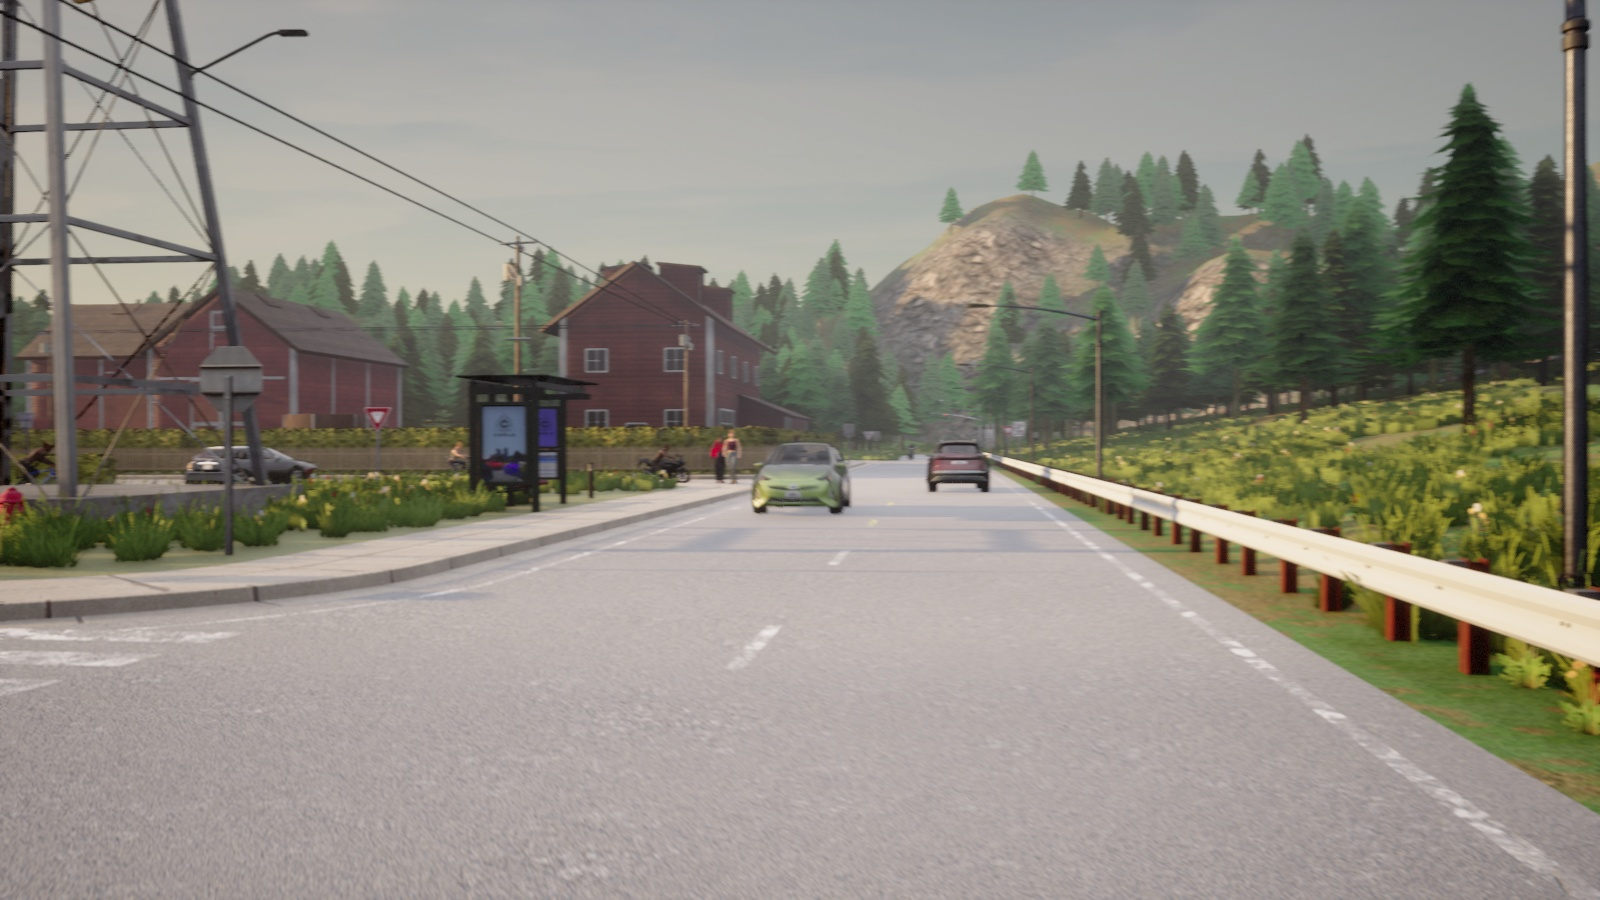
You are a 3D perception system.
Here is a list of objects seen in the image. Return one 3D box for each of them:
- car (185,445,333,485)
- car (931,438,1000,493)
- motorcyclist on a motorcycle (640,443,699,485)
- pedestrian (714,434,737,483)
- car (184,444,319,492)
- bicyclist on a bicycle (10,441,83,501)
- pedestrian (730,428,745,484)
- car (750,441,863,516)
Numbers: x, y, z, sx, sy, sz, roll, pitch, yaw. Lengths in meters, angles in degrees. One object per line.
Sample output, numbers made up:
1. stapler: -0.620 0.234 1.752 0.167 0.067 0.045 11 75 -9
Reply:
1. car: -20.788 0.551 48.362 4.792 1.488 2.163 0 0 7
2. car: 5.192 0.480 39.976 2.033 1.649 4.856 0 -1 6
3. motorcyclist on a motorcycle: -4.842 0.519 46.535 2.044 1.523 0.797 0 0 7
4. pedestrian: -2.812 0.315 47.312 0.634 1.844 0.899 0 0 -21
5. car: -17.662 0.548 40.634 1.970 1.475 3.806 0 0 17
6. bicyclist on a bicycle: -20.865 0.568 34.776 1.656 1.620 0.582 0 0 -40
7. pedestrian: -2.067 0.204 41.443 0.345 1.836 0.594 0 0 12
8. car: 0.233 0.563 27.944 2.007 1.525 4.514 0 0 7
